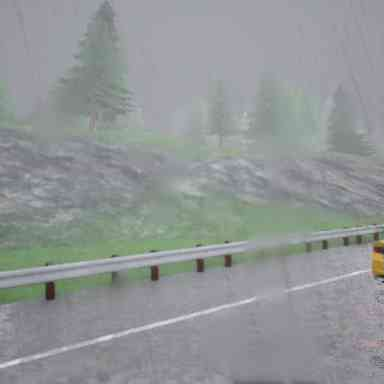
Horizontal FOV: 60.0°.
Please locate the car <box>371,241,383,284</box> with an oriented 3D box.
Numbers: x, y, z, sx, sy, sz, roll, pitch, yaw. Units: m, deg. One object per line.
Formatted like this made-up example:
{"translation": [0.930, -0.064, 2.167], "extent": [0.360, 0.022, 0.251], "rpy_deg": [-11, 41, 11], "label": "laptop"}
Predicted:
{"translation": [6.355, 1.435, 8.048], "extent": [5.008, 1.535, 1.882], "rpy_deg": [0, 0, -34], "label": "car"}
